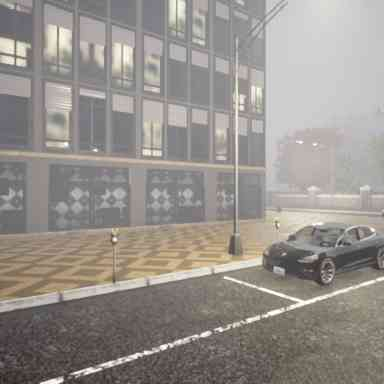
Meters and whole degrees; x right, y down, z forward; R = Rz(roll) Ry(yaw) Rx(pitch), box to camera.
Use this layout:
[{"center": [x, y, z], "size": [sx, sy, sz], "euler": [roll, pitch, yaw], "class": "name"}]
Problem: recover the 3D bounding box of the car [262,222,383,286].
[{"center": [3.914, 1.561, 9.438], "size": [4.313, 1.339, 1.947], "euler": [0, 0, -35], "class": "car"}]
